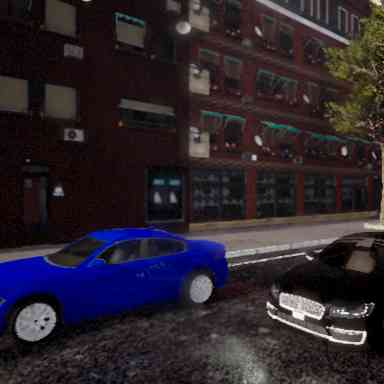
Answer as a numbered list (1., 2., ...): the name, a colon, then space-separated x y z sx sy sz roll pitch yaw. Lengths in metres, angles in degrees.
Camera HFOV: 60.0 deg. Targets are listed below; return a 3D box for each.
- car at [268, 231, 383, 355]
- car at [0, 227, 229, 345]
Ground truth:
1. car: 3.499 1.551 6.187 4.892 1.490 1.837 1 -1 -36
2. car: -1.524 1.500 6.591 5.008 1.535 1.882 0 0 -36
